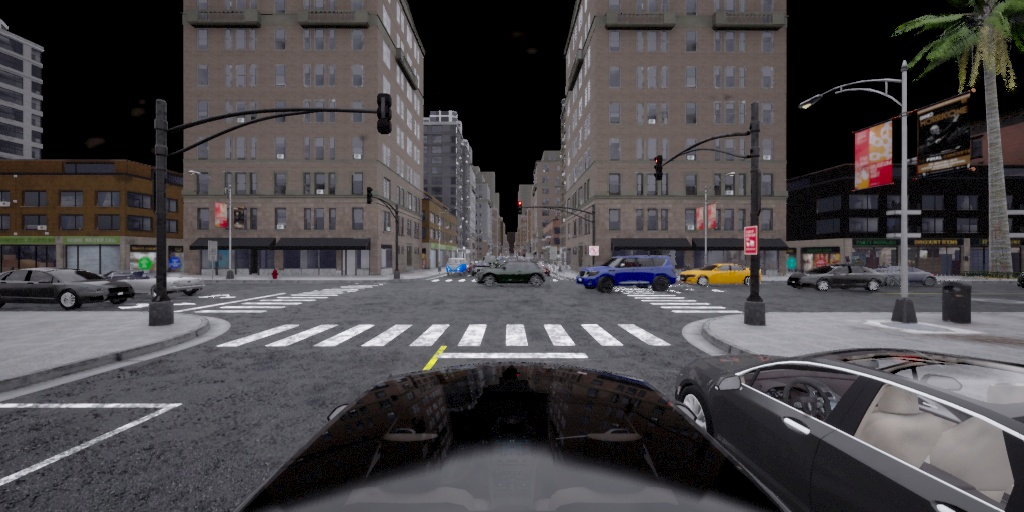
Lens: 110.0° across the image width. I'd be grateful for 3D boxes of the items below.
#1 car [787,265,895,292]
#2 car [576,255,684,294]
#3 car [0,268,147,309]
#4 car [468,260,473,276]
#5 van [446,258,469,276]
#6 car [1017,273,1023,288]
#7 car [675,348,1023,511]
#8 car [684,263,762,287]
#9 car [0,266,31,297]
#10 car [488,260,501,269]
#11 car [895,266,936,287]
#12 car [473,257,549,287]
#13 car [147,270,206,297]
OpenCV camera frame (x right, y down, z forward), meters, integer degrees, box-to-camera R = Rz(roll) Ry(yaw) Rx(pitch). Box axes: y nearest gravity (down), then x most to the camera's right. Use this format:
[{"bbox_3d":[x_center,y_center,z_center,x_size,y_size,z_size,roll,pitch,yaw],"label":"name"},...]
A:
[{"bbox_3d":[18.987,1.282,21.099,4.892,1.490,1.837,0,0,0],"label":"car"},{"bbox_3d":[6.489,0.981,20.407,5.566,2.045,2.150,0,0,-11],"label":"car"},{"bbox_3d":[-17.945,1.232,14.189,4.892,1.490,1.837,0,0,0],"label":"car"},{"bbox_3d":[-2.970,1.316,36.657,1.994,1.385,4.181,0,0,0],"label":"car"},{"bbox_3d":[-5.725,1.093,37.017,1.690,1.789,3.998,0,0,0],"label":"van"},{"bbox_3d":[33.182,1.156,21.171,4.553,1.767,2.097,0,0,0],"label":"car"},{"bbox_3d":[2.668,1.300,2.334,2.007,1.370,4.403,0,0,0],"label":"car"},{"bbox_3d":[14.080,1.243,24.325,5.008,1.535,1.882,0,0,0],"label":"car"},{"bbox_3d":[-26.893,1.236,17.389,4.674,1.442,1.812,0,0,0],"label":"car"},{"bbox_3d":[-2.867,1.354,58.464,1.895,1.301,4.718,0,0,0],"label":"car"},{"bbox_3d":[25.916,1.349,24.386,4.181,1.385,1.994,0,0,0],"label":"car"},{"bbox_3d":[-0.062,1.103,24.241,4.553,1.767,2.097,0,0,0],"label":"car"},{"bbox_3d":[-17.906,1.324,17.438,4.718,1.301,1.895,0,0,0],"label":"car"}]
